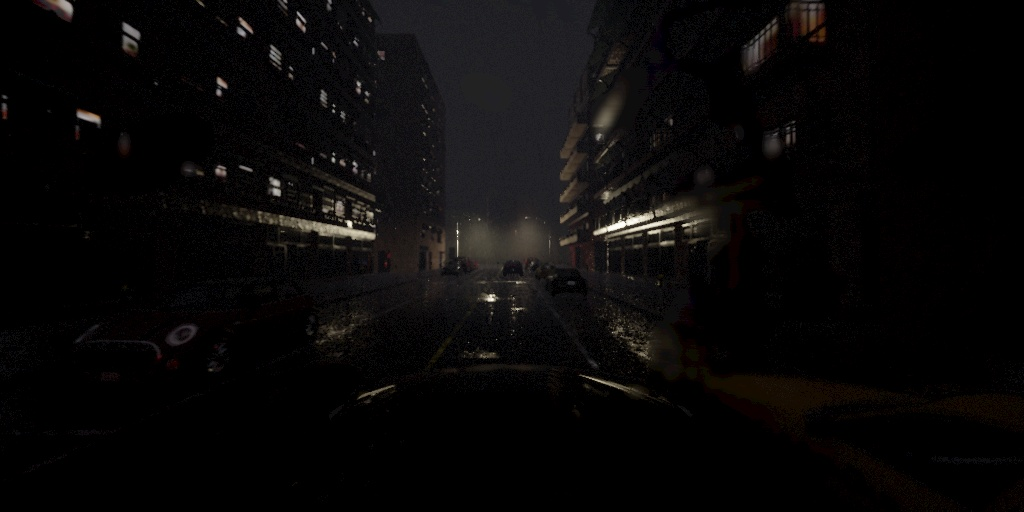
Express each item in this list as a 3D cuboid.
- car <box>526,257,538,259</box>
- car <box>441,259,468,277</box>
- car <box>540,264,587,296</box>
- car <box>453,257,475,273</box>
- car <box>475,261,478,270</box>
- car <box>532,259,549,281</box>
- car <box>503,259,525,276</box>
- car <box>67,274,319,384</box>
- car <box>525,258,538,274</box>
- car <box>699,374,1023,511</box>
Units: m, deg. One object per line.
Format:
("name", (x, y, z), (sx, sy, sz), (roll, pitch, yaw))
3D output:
("car", (2.836, 0.990, 51.590), (2.192, 1.841, 5.009), (0, 0, 0))
("car", (-5.814, 1.250, 34.921), (2.007, 1.370, 4.403), (0, 0, 0))
("car", (2.766, 1.289, 18.824), (1.948, 1.339, 4.313), (0, 0, 0))
("car", (-5.813, 1.006, 40.489), (2.192, 1.841, 5.009), (0, 0, 0))
("car", (-5.812, 1.250, 46.058), (1.948, 1.339, 4.313), (0, 0, 0))
("car", (2.833, 1.233, 29.489), (1.751, 1.417, 4.829), (0, 0, 0))
("car", (0.106, 1.174, 36.862), (1.882, 1.535, 5.008), (0, 0, 0))
("car", (-5.707, 1.182, 7.080), (1.967, 1.591, 4.097), (0, 0, 0))
("car", (2.835, 1.242, 40.455), (2.007, 1.370, 4.403), (0, 0, 0))
("car", (2.700, 1.276, 1.649), (1.751, 1.417, 4.829), (0, 0, 0))
